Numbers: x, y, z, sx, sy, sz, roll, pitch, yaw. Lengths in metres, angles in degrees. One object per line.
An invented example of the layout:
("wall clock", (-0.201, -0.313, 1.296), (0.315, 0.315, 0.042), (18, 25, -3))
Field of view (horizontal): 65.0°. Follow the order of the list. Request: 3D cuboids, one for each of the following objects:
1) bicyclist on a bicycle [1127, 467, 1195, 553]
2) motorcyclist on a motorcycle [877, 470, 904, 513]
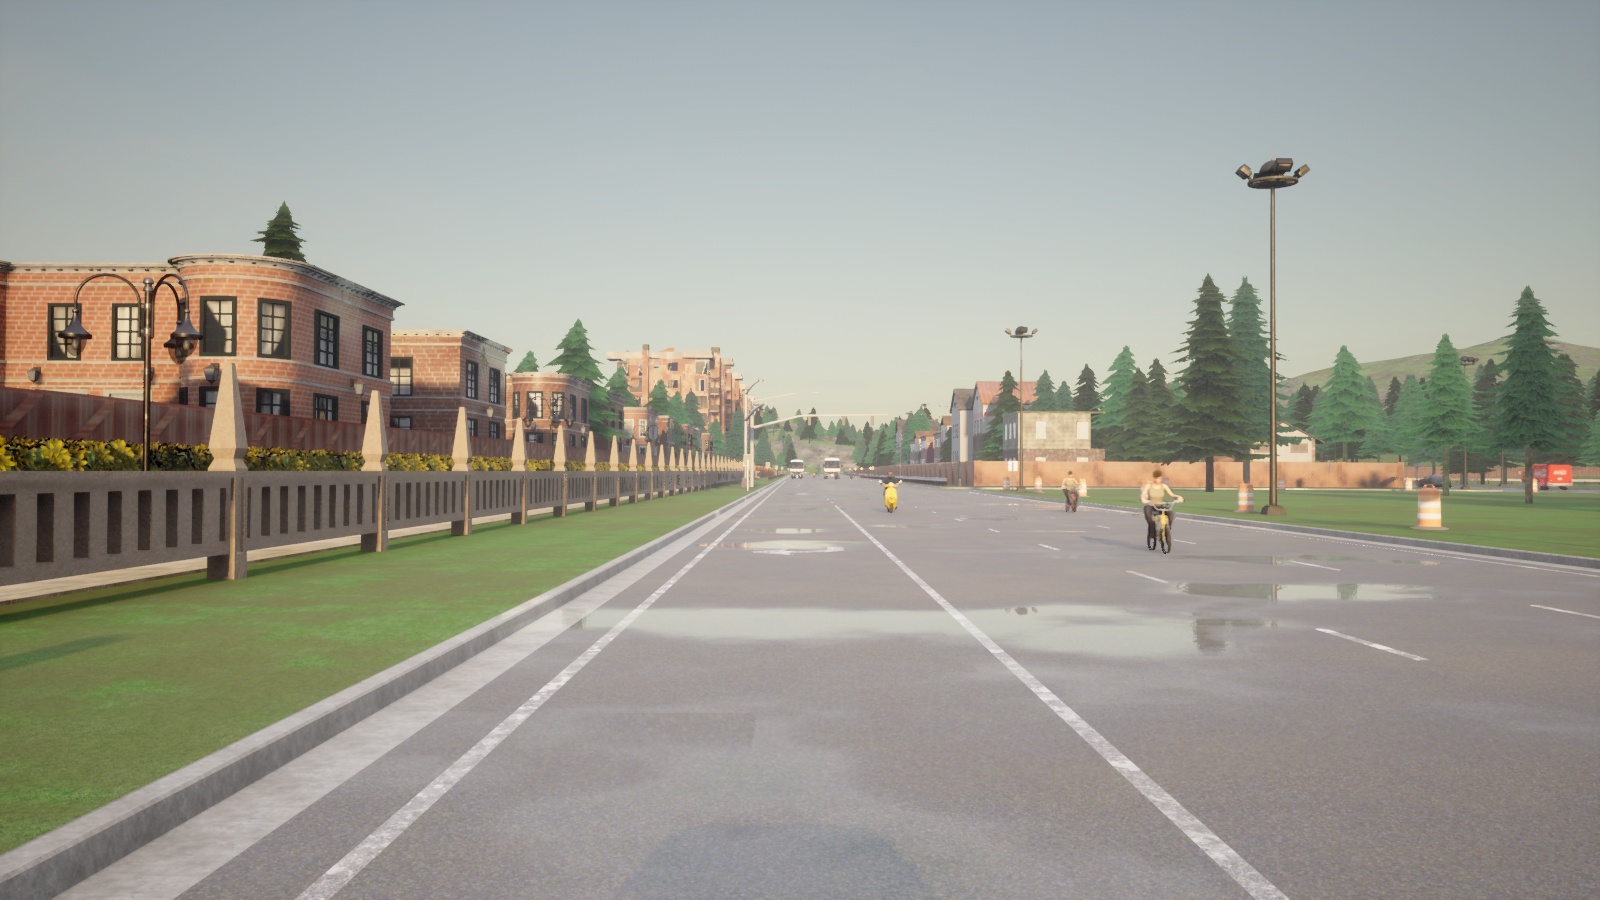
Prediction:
("bicyclist on a bicycle", (6.954, 1.130, 24.252), (0.866, 1.612, 1.509), (0, -1, 0))
("motorcyclist on a motorcycle", (3.392, 1.542, 47.003), (0.866, 1.590, 1.817), (0, -1, 0))
